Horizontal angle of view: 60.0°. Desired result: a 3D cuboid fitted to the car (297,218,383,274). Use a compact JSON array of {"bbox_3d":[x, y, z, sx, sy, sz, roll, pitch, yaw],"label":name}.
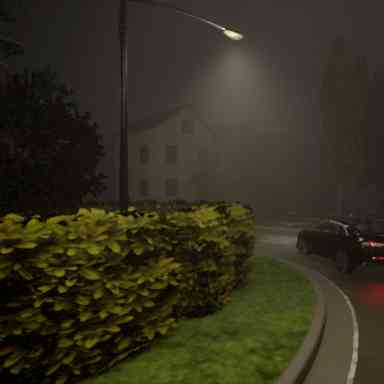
[{"bbox_3d":[5.121,1.620,11.059,2.128,1.511,4.902,0,-1,-4],"label":"car"}]
